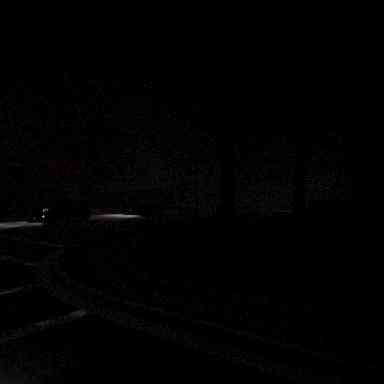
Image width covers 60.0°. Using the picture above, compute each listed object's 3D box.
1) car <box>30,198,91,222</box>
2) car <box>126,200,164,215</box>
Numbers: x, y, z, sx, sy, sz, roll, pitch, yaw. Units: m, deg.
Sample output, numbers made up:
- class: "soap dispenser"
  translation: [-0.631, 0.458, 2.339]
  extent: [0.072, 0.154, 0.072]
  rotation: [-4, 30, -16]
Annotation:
- class: "car"
  translation: [-10.366, 1.353, 26.406]
  extent: [2.097, 1.767, 4.553]
  rotation: [0, 0, 34]
- class: "car"
  translation: [-4.781, 1.525, 34.682]
  extent: [1.812, 1.442, 4.674]
  rotation: [0, 0, 34]
